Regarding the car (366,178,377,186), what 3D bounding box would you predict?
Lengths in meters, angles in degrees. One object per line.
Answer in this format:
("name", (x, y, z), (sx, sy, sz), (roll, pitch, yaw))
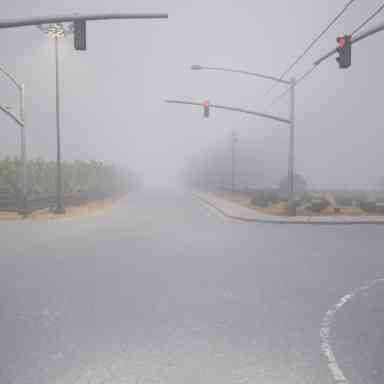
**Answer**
("car", (42.110, -2.326, 77.653), (1.905, 1.878, 3.866), (10, 10, 41))
